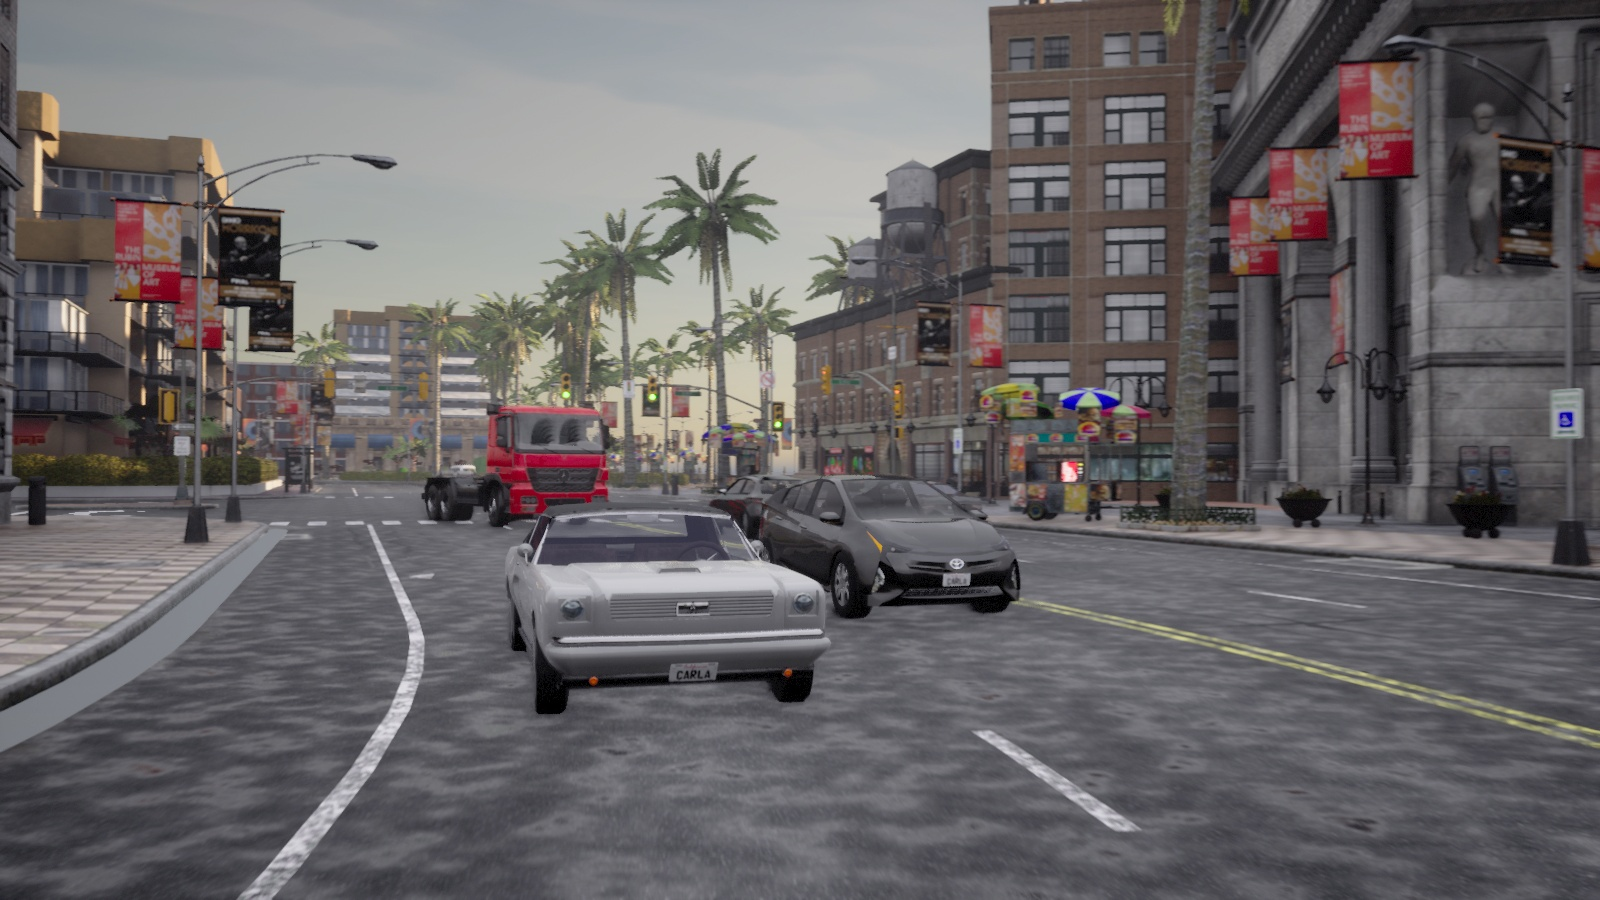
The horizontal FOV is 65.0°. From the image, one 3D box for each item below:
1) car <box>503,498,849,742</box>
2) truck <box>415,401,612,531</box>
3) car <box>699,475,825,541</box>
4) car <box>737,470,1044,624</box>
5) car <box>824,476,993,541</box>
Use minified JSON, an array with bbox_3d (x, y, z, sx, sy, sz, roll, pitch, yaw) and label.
[{"bbox_3d":[-1.250,1.086,9.821,1.895,1.301,4.718,0,-1,-16],"label":"car"},{"bbox_3d":[-8.741,0.504,37.484,2.891,3.462,7.936,1,-1,-35],"label":"truck"},{"bbox_3d":[-1.013,1.342,30.358,1.816,1.474,4.193,0,-1,-20],"label":"car"},{"bbox_3d":[0.857,1.007,14.940,2.007,1.525,4.514,0,-1,-19],"label":"car"},{"bbox_3d":[2.527,1.367,30.883,2.033,1.411,5.357,0,-1,-20],"label":"car"}]
